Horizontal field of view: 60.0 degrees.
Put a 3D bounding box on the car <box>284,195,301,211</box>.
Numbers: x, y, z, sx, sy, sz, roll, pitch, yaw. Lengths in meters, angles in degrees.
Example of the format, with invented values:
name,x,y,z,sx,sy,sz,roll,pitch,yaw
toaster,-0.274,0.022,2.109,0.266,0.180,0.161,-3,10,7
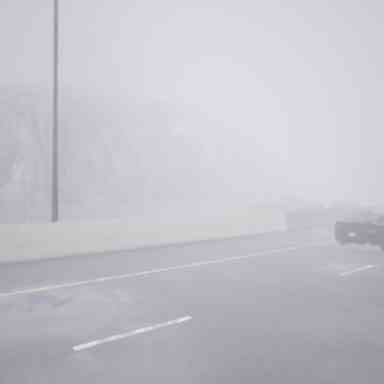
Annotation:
name,x,y,z,sx,sy,sz,roll,pitch,yaw
car,11.858,1.425,41.749,5.566,2.045,2.150,0,0,-43

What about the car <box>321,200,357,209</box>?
name,x,y,z,sx,sy,sz,roll,pitch,yaw
car,16.485,1.696,36.495,4.892,1.490,1.837,0,0,-43

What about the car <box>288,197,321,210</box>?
name,x,y,z,sx,sy,sz,roll,pitch,yaw
car,13.561,1.698,38.560,4.892,1.490,1.837,0,0,-43

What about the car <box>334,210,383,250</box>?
name,x,y,z,sx,sy,sz,roll,pitch,yaw
car,8.262,1.558,14.798,5.008,1.535,1.882,0,0,-40
